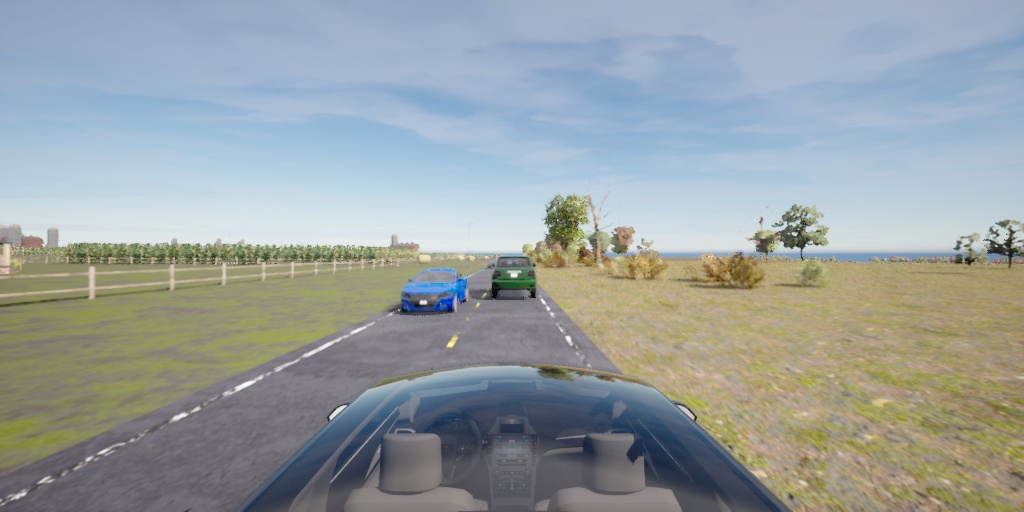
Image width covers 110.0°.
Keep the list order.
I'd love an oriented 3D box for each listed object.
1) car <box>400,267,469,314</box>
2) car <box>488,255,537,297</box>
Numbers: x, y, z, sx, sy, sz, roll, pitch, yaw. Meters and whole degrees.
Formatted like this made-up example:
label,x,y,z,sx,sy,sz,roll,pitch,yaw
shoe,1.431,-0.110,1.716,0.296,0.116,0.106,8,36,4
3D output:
label,x,y,z,sx,sy,sz,roll,pitch,yaw
car,-2.855,1.223,14.059,1.882,1.535,5.008,0,0,0
car,0.093,0.965,18.769,2.150,2.045,5.566,0,0,0
